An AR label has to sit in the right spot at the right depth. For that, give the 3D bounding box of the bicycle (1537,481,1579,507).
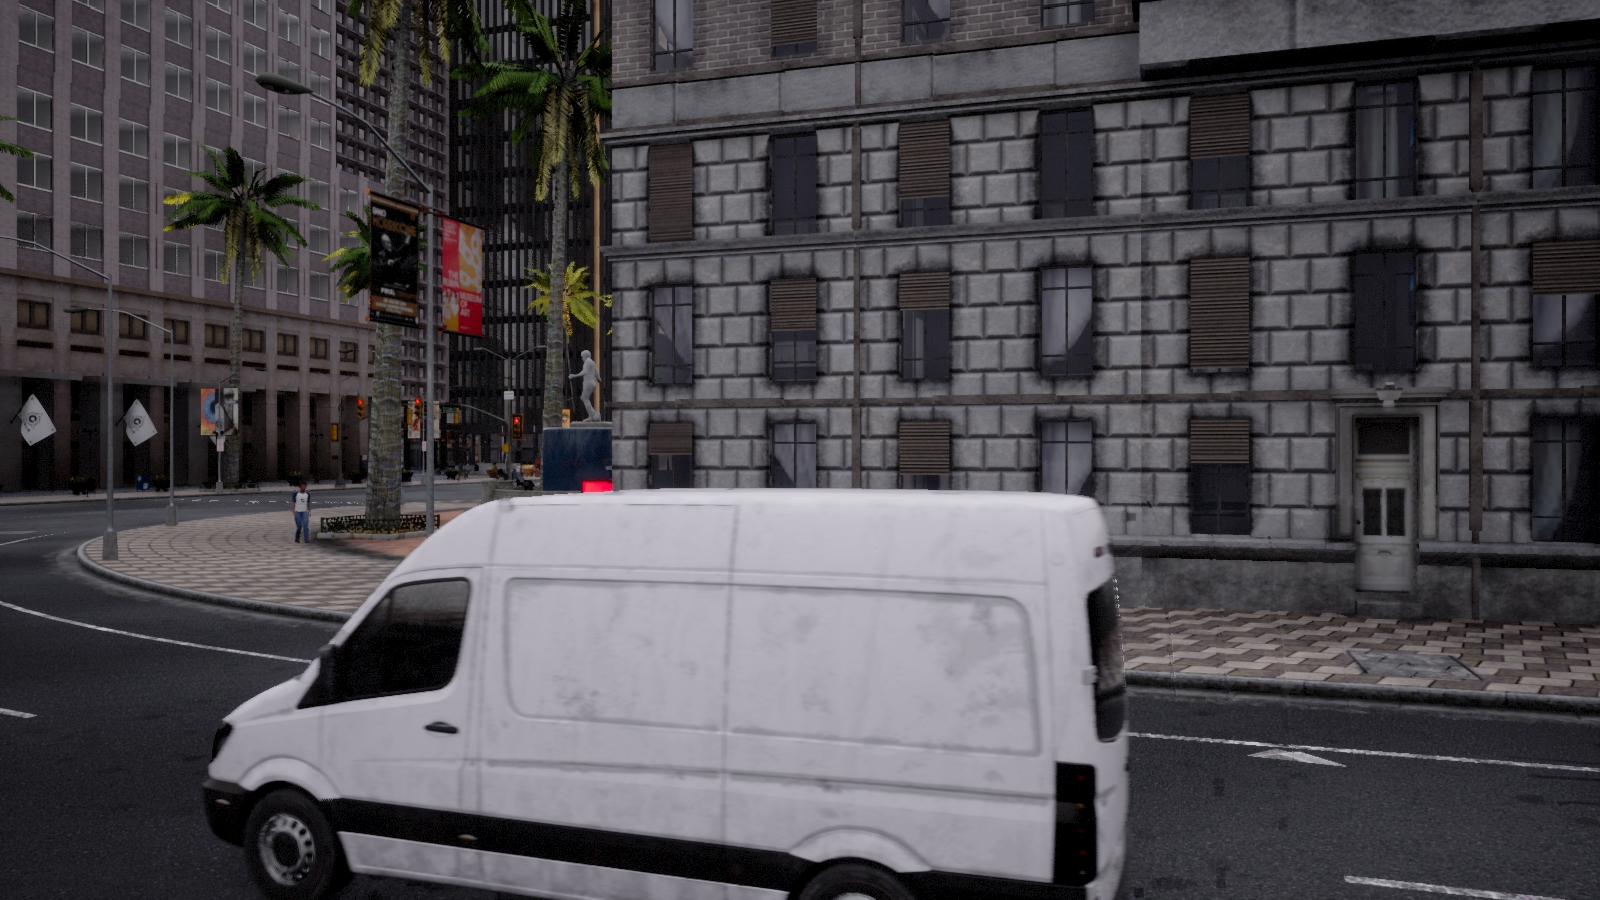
[{"bbox_3d":[38.771,2.260,58.446,0.329,1.171,1.835,2,2,-25],"label":"bicycle"}]

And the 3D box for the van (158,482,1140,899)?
[{"bbox_3d":[-0.992,1.534,7.233,5.915,2.561,1.988,0,0,20],"label":"van"}]

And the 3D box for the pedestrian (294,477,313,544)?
[{"bbox_3d":[-13.974,1.696,32.155,0.375,1.860,0.375,0,0,-43],"label":"pedestrian"}]
